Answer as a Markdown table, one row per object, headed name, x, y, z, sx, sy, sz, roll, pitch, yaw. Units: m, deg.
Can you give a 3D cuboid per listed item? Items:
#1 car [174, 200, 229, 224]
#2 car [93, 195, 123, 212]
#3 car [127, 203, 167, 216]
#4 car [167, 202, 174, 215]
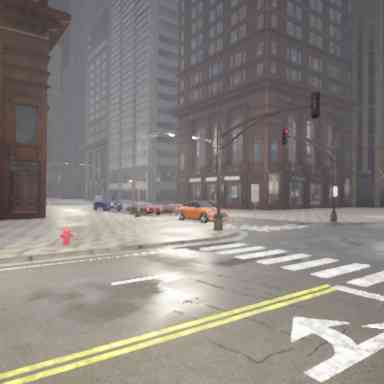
| name | x | y | z | sx | sy | sz | roll | pitch | yaw |
| --- | --- | --- | --- | --- | --- | --- | --- | --- | --- |
| car | 0.869 | 1.480 | 26.218 | 2.097 | 1.767 | 4.553 | 1 | -1 | -35 |
| car | -10.879 | 1.443 | 42.738 | 2.150 | 2.045 | 5.566 | 1 | -1 | -35 |
| car | -4.920 | 1.775 | 34.343 | 1.895 | 1.301 | 4.718 | 1 | -1 | -35 |
| car | -1.829 | 1.769 | 35.485 | 1.994 | 1.385 | 4.181 | 1 | -1 | -35 |
